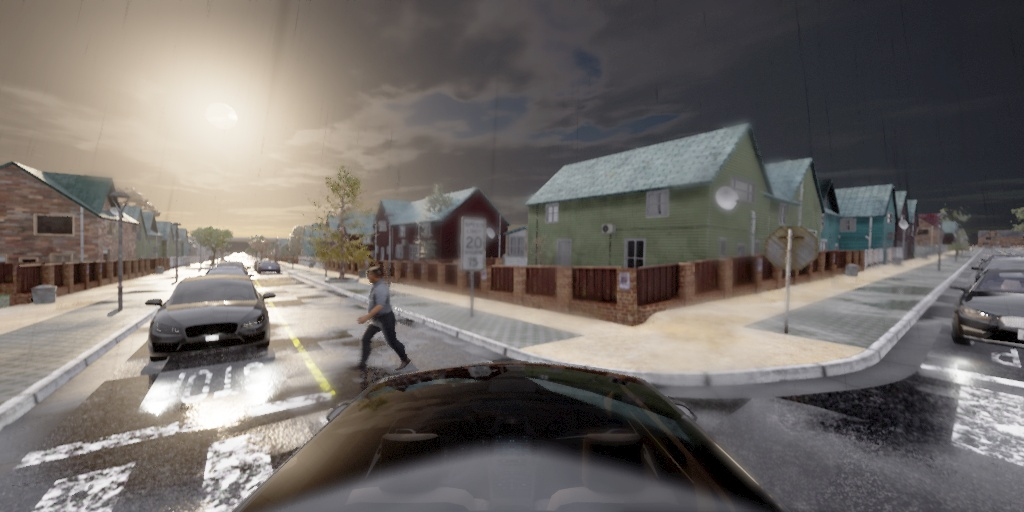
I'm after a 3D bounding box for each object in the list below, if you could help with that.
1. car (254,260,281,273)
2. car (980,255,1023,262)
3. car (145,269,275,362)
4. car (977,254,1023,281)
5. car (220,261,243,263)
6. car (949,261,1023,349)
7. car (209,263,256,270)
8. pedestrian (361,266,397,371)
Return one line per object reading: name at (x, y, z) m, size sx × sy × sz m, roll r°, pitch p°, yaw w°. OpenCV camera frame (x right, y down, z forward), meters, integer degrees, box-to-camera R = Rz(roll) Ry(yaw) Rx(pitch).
car at (-25.968, 1.130, 38.216) m, size 1.994 × 1.385 × 4.181 m, roll 0°, pitch 0°, yaw -38°
car at (18.494, 0.812, 13.123) m, size 5.008 × 1.535 × 1.882 m, roll -1°, pitch 3°, yaw -37°
car at (-6.953, 1.234, 8.455) m, size 1.837 × 1.490 × 4.892 m, roll 0°, pitch 0°, yaw -38°
car at (29.554, 0.628, 21.426) m, size 4.181 × 1.385 × 1.994 m, roll -1°, pitch 3°, yaw -36°
car at (-19.599, 1.136, 25.022) m, size 1.837 × 1.490 × 4.892 m, roll 0°, pitch 0°, yaw -37°
car at (10.589, 1.014, 7.248) m, size 4.902 × 1.511 × 2.128 m, roll -1°, pitch 3°, yaw -35°
car at (-12.676, 1.210, 15.932) m, size 1.812 × 1.442 × 4.674 m, roll 0°, pitch 0°, yaw -37°
pedestrian at (-2.247, 1.050, 6.037) m, size 0.375 × 1.860 × 0.375 m, roll -2°, pitch 3°, yaw -37°
